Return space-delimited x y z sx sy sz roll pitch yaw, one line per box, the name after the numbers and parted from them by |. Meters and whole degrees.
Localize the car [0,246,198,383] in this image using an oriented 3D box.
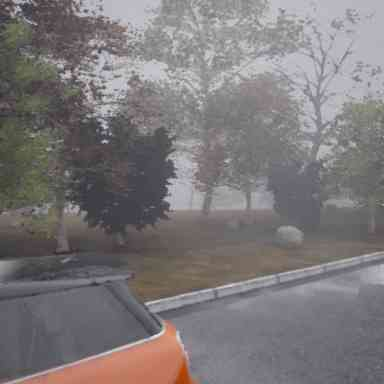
-2.179 1.353 2.125 4.553 1.767 2.097 1 0 -35 | car
